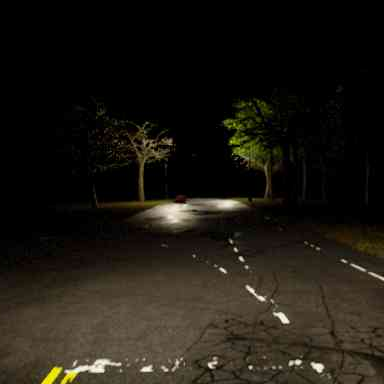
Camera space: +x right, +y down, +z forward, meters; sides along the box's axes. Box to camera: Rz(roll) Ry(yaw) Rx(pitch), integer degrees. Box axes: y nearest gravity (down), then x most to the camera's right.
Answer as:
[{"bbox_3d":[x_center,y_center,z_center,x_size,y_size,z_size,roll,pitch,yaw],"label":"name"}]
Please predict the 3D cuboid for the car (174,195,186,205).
[{"bbox_3d":[-1.995,1.279,55.876,1.882,1.535,5.008,-1,1,2],"label":"car"}]
